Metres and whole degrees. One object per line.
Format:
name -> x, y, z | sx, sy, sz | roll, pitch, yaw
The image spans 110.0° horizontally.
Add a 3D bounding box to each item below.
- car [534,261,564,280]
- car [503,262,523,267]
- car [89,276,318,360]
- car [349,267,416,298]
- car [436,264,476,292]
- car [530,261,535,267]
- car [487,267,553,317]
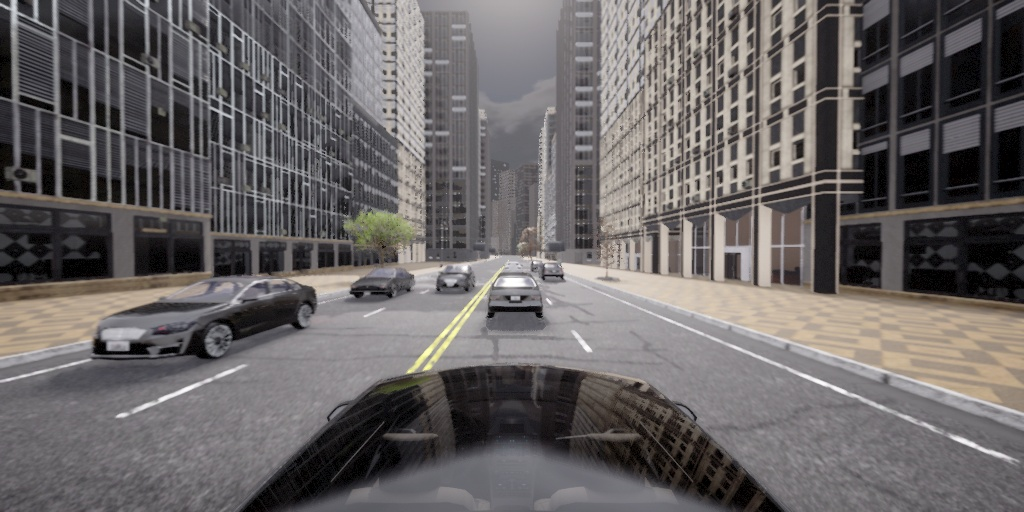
car -> 3.359, 1.299, 31.250 | 2.033, 1.411, 5.357 | 0, 0, 0
car -> 0.109, 1.277, 35.850 | 1.812, 1.442, 4.674 | 0, 0, 0
car -> -6.563, 1.243, 8.444 | 2.128, 1.511, 4.902 | 0, 0, 0
car -> -6.498, 1.300, 18.750 | 2.033, 1.411, 5.357 | 0, 0, 0
car -> -3.250, 1.246, 21.435 | 2.128, 1.511, 4.902 | 0, 0, 0
car -> 3.358, 1.294, 47.081 | 2.033, 1.411, 5.357 | 0, 0, 0
car -> 0.102, 1.299, 13.169 | 2.033, 1.411, 5.357 | 0, 0, 0
